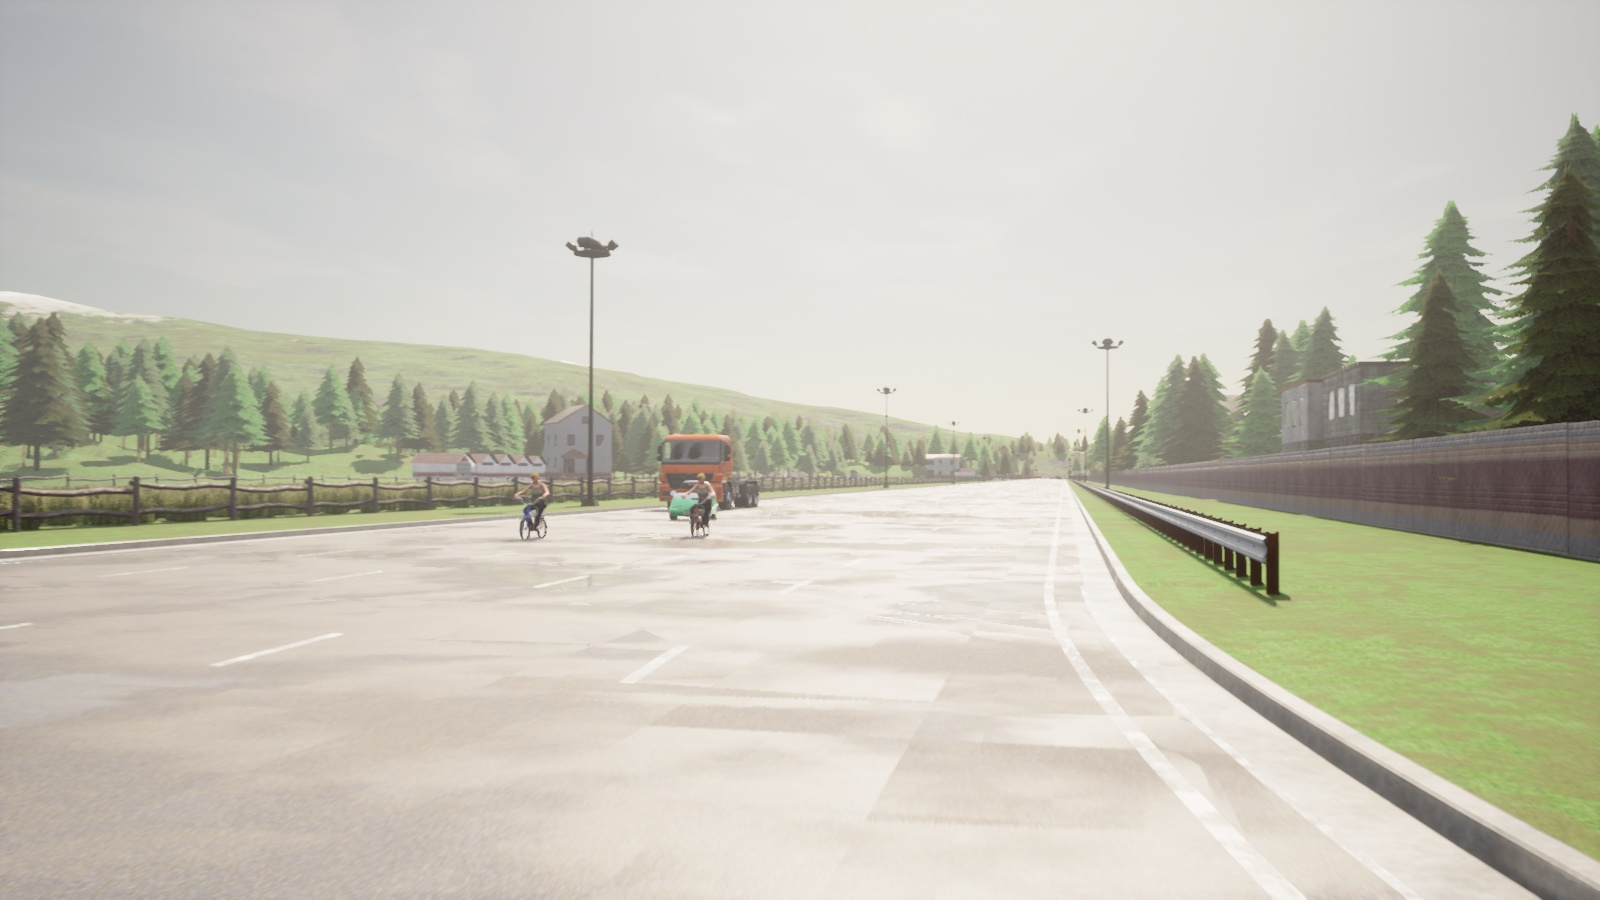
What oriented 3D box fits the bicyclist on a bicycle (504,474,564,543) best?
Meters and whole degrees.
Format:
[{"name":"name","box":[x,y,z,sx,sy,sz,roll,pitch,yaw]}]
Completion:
[{"name":"bicyclist on a bicycle","box":[-6.371,1.389,30.133,0.866,1.612,1.509,0,-1,12]}]

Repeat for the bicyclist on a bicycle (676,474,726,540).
[{"name":"bicyclist on a bicycle","box":[-2.484,1.406,31.601,0.866,1.612,1.509,0,-1,12]}]

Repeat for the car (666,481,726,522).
[{"name":"car","box":[-3.568,1.768,43.445,1.481,1.376,2.207,0,-2,12]}]

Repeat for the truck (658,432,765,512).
[{"name":"truck","box":[-3.978,1.038,58.499,2.891,3.462,7.936,0,-1,12]}]
